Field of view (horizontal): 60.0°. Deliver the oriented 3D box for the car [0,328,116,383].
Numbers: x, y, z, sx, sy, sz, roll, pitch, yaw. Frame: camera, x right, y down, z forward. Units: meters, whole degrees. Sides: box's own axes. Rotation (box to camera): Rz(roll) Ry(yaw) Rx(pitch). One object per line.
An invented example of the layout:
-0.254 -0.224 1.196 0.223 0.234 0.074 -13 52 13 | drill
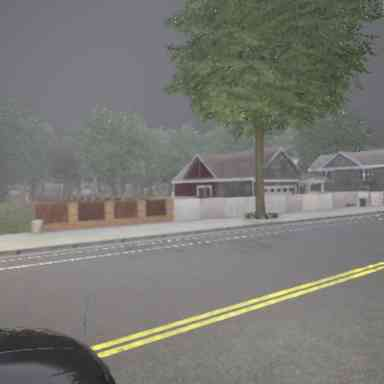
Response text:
-2.727 1.519 1.493 4.902 1.511 2.128 -1 1 -36 | car
